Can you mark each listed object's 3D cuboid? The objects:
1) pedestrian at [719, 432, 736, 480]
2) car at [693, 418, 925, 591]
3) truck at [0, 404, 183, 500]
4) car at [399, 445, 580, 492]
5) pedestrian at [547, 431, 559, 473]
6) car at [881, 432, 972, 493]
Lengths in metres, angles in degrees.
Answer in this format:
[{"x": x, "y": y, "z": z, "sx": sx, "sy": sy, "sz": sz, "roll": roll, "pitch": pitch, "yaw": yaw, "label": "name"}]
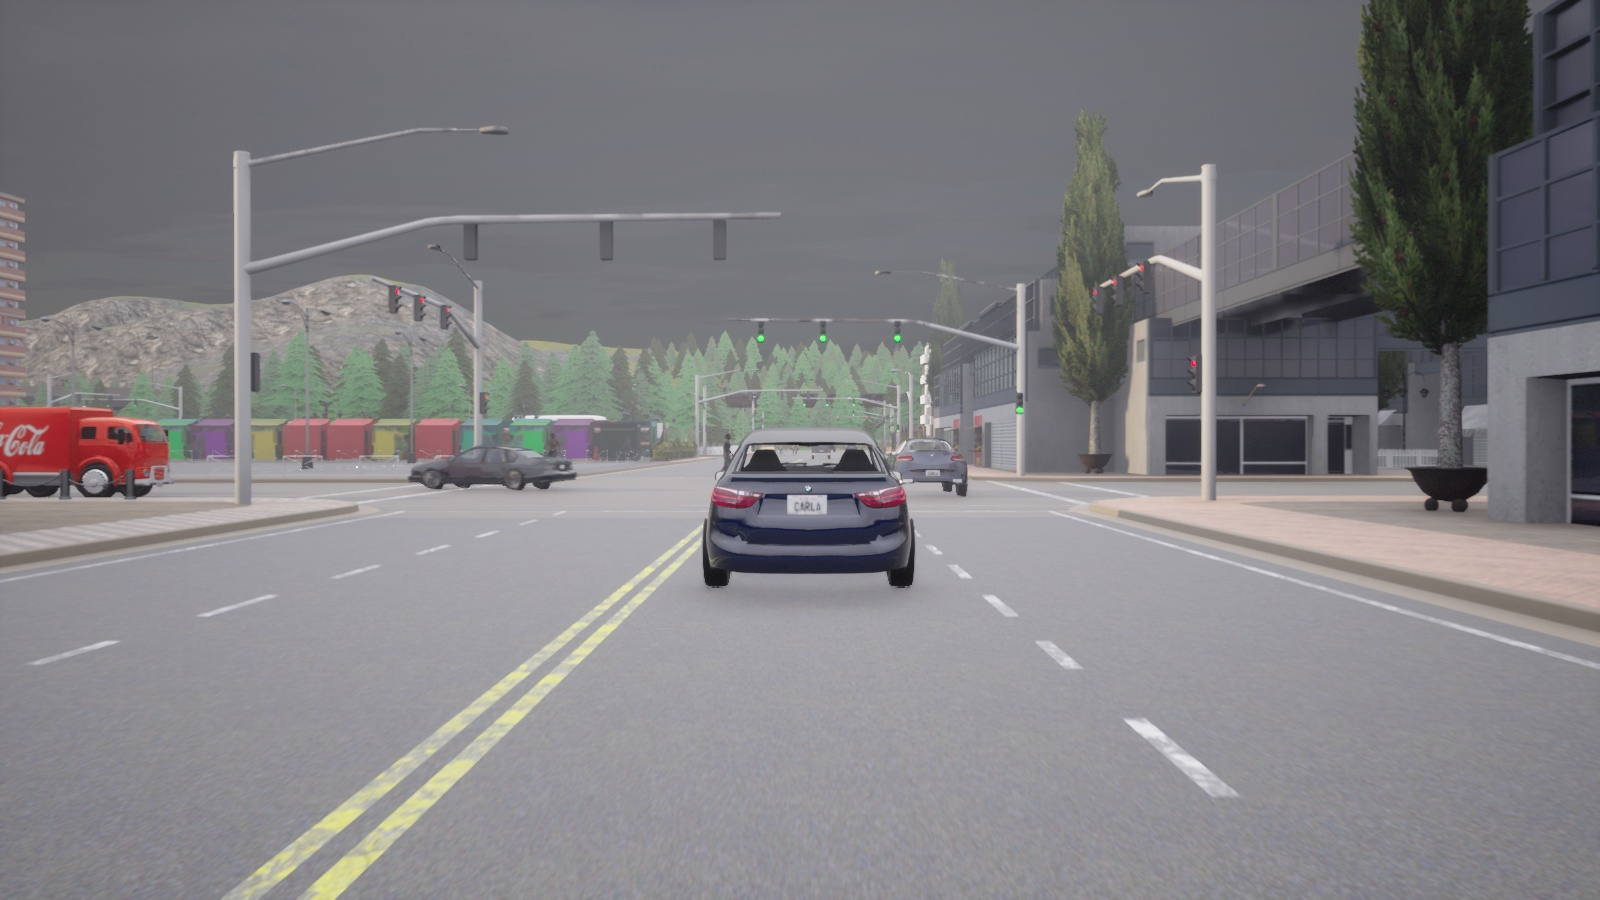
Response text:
[{"x": -2.895, "y": 0.242, "z": 50.194, "sx": 0.666, "sy": 1.930, "sz": 0.402, "roll": 0, "pitch": 0, "yaw": -5, "label": "pedestrian"}, {"x": 0.097, "y": 0.510, "z": 14.423, "sx": 2.242, "sy": 1.667, "sz": 4.611, "roll": 0, "pitch": 0, "yaw": 0, "label": "car"}, {"x": -19.794, "y": 0.054, "z": 33.650, "sx": 5.204, "sy": 2.467, "sz": 2.627, "roll": 0, "pitch": 0, "yaw": 0, "label": "truck"}, {"x": -9.911, "y": 0.560, "z": 40.115, "sx": 5.357, "sy": 1.411, "sz": 2.033, "roll": 0, "pitch": 0, "yaw": 19, "label": "car"}, {"x": -10.909, "y": 0.084, "z": 55.486, "sx": 0.328, "sy": 1.805, "sz": 0.869, "roll": 0, "pitch": 0, "yaw": 3, "label": "pedestrian"}, {"x": 3.609, "y": 0.321, "z": 36.755, "sx": 2.152, "sy": 1.651, "sz": 5.027, "roll": 0, "pitch": 0, "yaw": 0, "label": "car"}]
